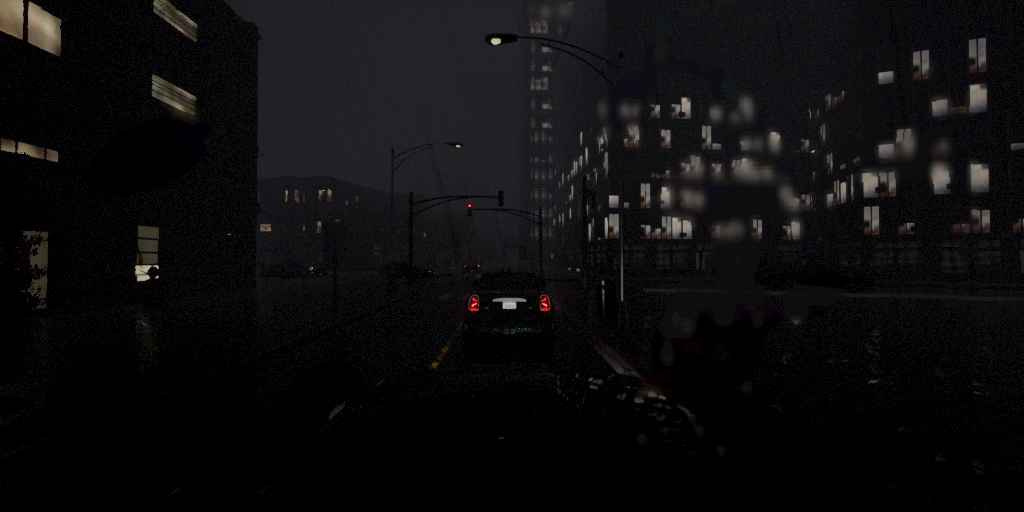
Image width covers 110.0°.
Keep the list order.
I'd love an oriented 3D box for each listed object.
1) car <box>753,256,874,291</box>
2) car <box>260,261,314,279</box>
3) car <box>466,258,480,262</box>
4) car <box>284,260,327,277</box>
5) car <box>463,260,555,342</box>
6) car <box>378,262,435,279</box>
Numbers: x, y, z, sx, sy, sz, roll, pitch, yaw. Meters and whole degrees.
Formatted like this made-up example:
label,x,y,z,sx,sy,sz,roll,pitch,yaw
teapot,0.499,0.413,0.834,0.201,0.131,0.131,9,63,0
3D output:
label,x,y,z,sx,sy,sz,roll,pitch,yaw
car,16.020,0.932,19.378,5.009,1.841,2.192,0,0,19
car,-20.169,1.322,31.688,4.313,1.339,1.948,0,0,19
car,-4.728,1.114,42.736,2.097,1.767,4.553,0,0,-5
car,-19.963,1.151,34.234,4.553,1.767,2.097,0,-1,19
car,-0.089,1.105,9.989,2.097,1.767,4.553,0,0,-1
car,-9.300,1.282,31.798,4.892,1.490,1.837,0,-1,3
